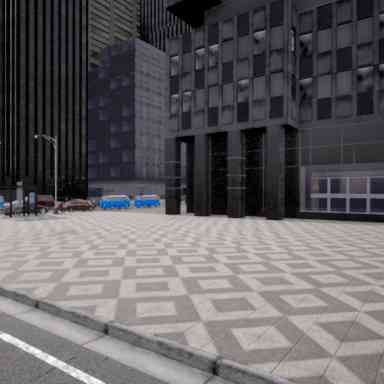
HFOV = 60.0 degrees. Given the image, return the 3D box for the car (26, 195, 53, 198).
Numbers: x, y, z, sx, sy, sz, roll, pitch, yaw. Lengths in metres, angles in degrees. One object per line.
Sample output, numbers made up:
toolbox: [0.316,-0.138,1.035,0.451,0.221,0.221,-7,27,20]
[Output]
car: [-19.615,1.284,41.470,2.192,1.841,5.009,0,0,35]

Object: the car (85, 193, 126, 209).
car: [-12.157,1.192,47.351,2.150,2.045,5.566,0,0,36]

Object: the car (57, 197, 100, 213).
car: [-12.670,1.575,36.528,1.802,1.307,4.206,0,0,35]

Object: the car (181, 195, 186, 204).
car: [0.500,1.568,55.028,1.802,1.307,4.206,0,0,35]

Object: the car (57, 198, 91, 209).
car: [-16.323,1.547,46.096,1.802,1.307,4.206,0,0,35]

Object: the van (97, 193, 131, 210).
van: [-9.377,1.331,41.153,1.690,1.788,3.998,0,0,35]

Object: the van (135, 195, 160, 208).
van: [-6.084,1.329,45.778,1.690,1.788,3.998,0,0,35]

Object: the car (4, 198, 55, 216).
car: [-15.963,1.548,31.903,2.008,1.369,4.403,0,0,35]
